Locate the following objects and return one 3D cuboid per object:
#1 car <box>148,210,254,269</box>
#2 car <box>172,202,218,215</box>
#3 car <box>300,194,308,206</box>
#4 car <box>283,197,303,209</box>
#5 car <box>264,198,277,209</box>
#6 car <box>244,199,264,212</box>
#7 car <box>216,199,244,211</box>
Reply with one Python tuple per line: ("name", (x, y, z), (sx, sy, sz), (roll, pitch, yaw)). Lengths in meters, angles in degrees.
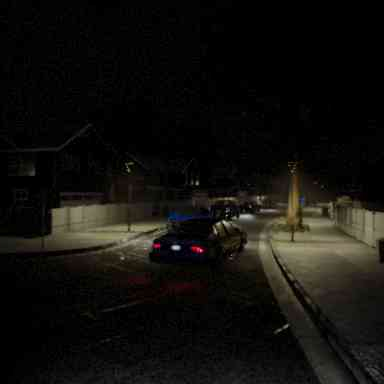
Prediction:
("car", (0.488, 1.596, 11.473), (2.033, 1.411, 5.357), (0, 0, 22))
("car", (-0.011, 1.555, 19.809), (1.882, 1.535, 5.008), (0, 0, 14))
("car", (18.938, 1.426, 57.999), (2.150, 2.045, 5.566), (0, 0, 25))
("car", (14.672, 1.786, 48.955), (1.895, 1.301, 4.718), (0, 0, 25))
("car", (10.889, 1.679, 47.546), (1.837, 1.490, 4.892), (0, 1, 24))
("car", (6.610, 1.751, 38.442), (1.895, 1.301, 4.718), (0, 0, 25))
("car", (2.781, 1.468, 29.044), (2.097, 1.767, 4.553), (0, 0, 20))
